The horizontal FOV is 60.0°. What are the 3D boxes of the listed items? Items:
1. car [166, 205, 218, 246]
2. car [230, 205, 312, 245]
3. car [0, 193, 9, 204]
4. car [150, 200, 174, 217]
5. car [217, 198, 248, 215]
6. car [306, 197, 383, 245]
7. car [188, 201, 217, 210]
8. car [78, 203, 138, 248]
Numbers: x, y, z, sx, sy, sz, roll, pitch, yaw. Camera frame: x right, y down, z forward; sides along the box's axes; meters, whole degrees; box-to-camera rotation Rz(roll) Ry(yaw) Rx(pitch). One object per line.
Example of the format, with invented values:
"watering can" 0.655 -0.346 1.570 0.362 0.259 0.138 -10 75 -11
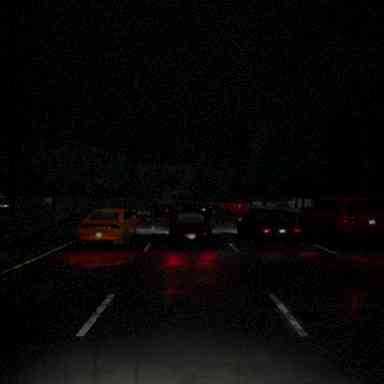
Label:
"car" -0.145 1.533 15.164 1.812 1.442 4.674 0 0 -3
"car" 3.349 1.563 15.371 2.033 1.411 5.357 0 0 -3
"car" -34.818 1.181 59.642 2.150 2.045 5.566 0 0 -45
"car" -2.812 1.485 31.688 1.882 1.535 5.008 0 0 -15
"car" 3.959 1.366 33.466 2.097 1.767 4.553 0 0 -15
"car" 6.841 1.258 15.607 2.150 2.045 5.566 0 0 -3
"car" 0.570 1.572 32.591 1.994 1.385 4.181 0 0 -15
"car" -3.639 1.485 14.957 1.882 1.535 5.008 0 0 -3
